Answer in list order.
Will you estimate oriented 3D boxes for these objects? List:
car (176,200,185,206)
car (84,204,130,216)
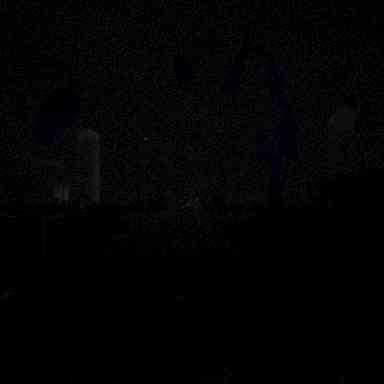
[{"bbox_3d":[-2.733,2.627,80.219,1.882,1.535,5.008,0,-1,0],"label":"car"},{"bbox_3d":[-9.105,1.956,35.834,4.718,1.301,1.895,0,0,0],"label":"car"}]
